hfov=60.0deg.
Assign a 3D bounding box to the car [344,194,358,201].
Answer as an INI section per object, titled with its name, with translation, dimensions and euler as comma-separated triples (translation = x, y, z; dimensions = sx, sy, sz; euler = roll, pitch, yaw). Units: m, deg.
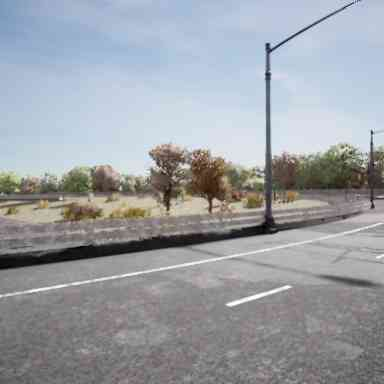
[car]
translation = 40.190, 1.368, 84.556
dimensions = 2.097, 1.767, 4.553
euler = 0, 0, 2
